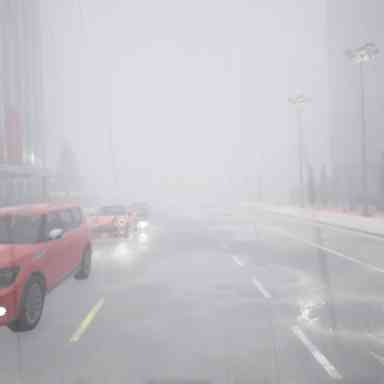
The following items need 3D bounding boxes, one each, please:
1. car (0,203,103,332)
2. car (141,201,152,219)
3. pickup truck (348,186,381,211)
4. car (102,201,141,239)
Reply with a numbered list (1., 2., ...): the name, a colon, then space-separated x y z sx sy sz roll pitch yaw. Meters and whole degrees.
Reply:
1. car: -3.799 1.326 7.325 2.150 2.045 5.566 -2 0 -2
2. car: -4.634 1.596 29.680 2.128 1.511 4.902 -2 0 -2
3. pickup truck: 15.542 0.561 29.908 2.390 2.098 6.274 -2 0 28
4. car: -4.199 1.457 17.756 2.097 1.767 4.553 -2 0 -2
